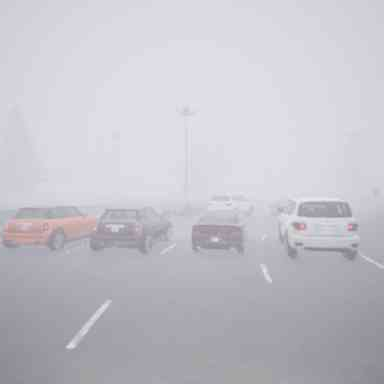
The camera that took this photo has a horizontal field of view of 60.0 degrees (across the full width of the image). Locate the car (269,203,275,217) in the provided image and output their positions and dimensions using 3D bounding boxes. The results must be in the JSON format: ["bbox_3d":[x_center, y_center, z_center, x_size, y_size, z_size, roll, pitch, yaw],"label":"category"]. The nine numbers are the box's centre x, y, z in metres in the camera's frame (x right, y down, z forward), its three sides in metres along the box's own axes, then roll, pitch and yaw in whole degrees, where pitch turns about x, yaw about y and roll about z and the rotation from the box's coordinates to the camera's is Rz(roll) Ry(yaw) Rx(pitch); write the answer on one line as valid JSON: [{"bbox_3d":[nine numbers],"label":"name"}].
[{"bbox_3d":[8.533,1.404,29.497,1.882,1.535,5.008,0,0,36],"label":"car"}]

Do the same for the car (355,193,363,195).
[{"bbox_3d":[37.579,1.029,70.642,4.674,1.442,1.812,-1,0,-5],"label":"car"}]

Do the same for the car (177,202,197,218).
[{"bbox_3d":[-0.462,1.531,28.519,1.895,1.301,4.718,0,0,29],"label":"car"}]

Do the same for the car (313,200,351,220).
[{"bbox_3d":[11.934,1.456,28.210,1.812,1.442,4.674,0,0,37],"label":"car"}]

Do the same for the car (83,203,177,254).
[{"bbox_3d":[-2.278,1.321,13.637,2.097,1.767,4.553,0,0,10],"label":"car"}]

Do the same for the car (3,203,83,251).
[{"bbox_3d":[-5.712,1.318,14.259,2.097,1.767,4.553,0,0,11],"label":"car"}]

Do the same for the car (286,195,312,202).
[{"bbox_3d":[21.818,1.296,67.712,4.718,1.301,1.895,-1,0,-18],"label":"car"}]

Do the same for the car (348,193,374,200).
[{"bbox_3d":[37.591,0.995,74.156,4.892,1.490,1.837,-1,0,-5],"label":"car"}]

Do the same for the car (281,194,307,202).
[{"bbox_3d":[21.849,1.207,71.374,4.902,1.511,2.128,-1,0,-18],"label":"car"}]

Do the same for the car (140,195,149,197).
[{"bbox_3d":[-12.207,1.400,84.455,1.895,1.301,4.718,0,0,11],"label":"car"}]

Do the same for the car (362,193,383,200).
[{"bbox_3d":[37.615,1.040,67.143,4.674,1.442,1.812,-1,0,-5],"label":"car"}]

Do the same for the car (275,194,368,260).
[{"bbox_3d":[4.572,1.195,12.658,2.150,2.045,5.566,0,0,11],"label":"car"}]

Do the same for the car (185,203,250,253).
[{"bbox_3d":[1.264,1.445,13.656,1.882,1.535,5.008,0,0,11],"label":"car"}]

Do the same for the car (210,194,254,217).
[{"bbox_3d":[3.422,1.152,28.287,2.150,2.045,5.566,0,0,31],"label":"car"}]

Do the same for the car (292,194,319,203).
[{"bbox_3d":[21.896,1.219,64.037,4.892,1.490,1.837,-1,0,-19],"label":"car"}]
